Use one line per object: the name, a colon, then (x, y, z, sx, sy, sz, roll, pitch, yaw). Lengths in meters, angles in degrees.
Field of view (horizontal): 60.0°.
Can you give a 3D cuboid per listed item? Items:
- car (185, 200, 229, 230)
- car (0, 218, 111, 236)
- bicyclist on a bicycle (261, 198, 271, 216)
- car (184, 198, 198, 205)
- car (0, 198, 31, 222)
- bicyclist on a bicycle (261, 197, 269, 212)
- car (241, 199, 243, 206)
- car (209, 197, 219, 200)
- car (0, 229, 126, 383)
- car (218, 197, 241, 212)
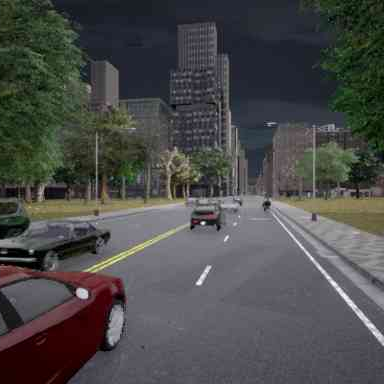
car: (1.099, 1.520, 21.397, 1.837, 1.490, 4.892, 0, 0, 11)
car: (-4.413, 1.604, 10.712, 1.895, 1.301, 4.718, 0, 0, 11)
bicyclist on a bicycle: (6.866, 1.403, 30.222, 0.659, 1.776, 1.843, 0, 0, 11)
car: (0.086, 1.609, 52.349, 1.812, 1.442, 4.674, 0, 0, 11)
car: (-7.698, 1.224, 10.827, 2.150, 2.045, 5.566, 0, 0, 11)
bicyclist on a bicycle: (8.535, 1.488, 39.142, 0.866, 1.612, 1.509, 0, 2, 11)
car: (7.762, 1.626, 57.041, 1.812, 1.442, 4.674, 0, 0, 10)
car: (3.545, 1.579, 53.151, 2.128, 1.511, 4.902, 0, 0, 11)
car: (-2.287, 1.478, 3.325, 1.882, 1.535, 5.008, 0, 0, 11)
car: (4.510, 1.654, 39.610, 1.895, 1.301, 4.718, 0, 0, 11)
